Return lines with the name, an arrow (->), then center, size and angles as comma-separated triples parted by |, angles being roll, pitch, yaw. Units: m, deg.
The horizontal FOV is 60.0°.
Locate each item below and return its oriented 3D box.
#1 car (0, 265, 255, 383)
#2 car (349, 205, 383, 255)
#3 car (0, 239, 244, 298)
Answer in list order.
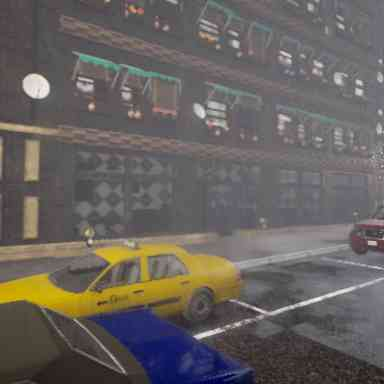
car -> -1.894, 1.600, 2.027 | 4.718, 1.301, 1.895 | 0, 0, -36
car -> 7.839, 1.328, 12.134 | 5.009, 1.841, 2.192 | 0, 1, -35
car -> -1.273, 1.527, 5.634 | 4.829, 1.417, 1.752 | 0, 1, -36
